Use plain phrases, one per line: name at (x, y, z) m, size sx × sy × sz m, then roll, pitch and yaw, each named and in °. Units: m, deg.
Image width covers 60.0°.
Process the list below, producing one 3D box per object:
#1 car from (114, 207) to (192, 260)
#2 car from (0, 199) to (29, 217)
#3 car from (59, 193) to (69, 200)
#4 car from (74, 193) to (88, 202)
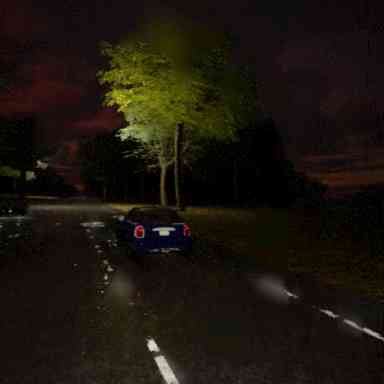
car at (-1.640, 1.328, 12.638) m, size 2.097 × 1.767 × 4.553 m, roll 1°, pitch 0°, yaw -21°
car at (-14.888, 1.303, 27.876) m, size 1.994 × 1.385 × 4.181 m, roll 1°, pitch 0°, yaw -21°
car at (-29.828, 1.097, 77.345) m, size 1.837 × 1.490 × 4.892 m, roll 1°, pitch 0°, yaw -20°
car at (-21.000, 1.252, 63.751) m, size 2.033 × 1.411 × 5.357 m, roll 1°, pitch 0°, yaw -21°
